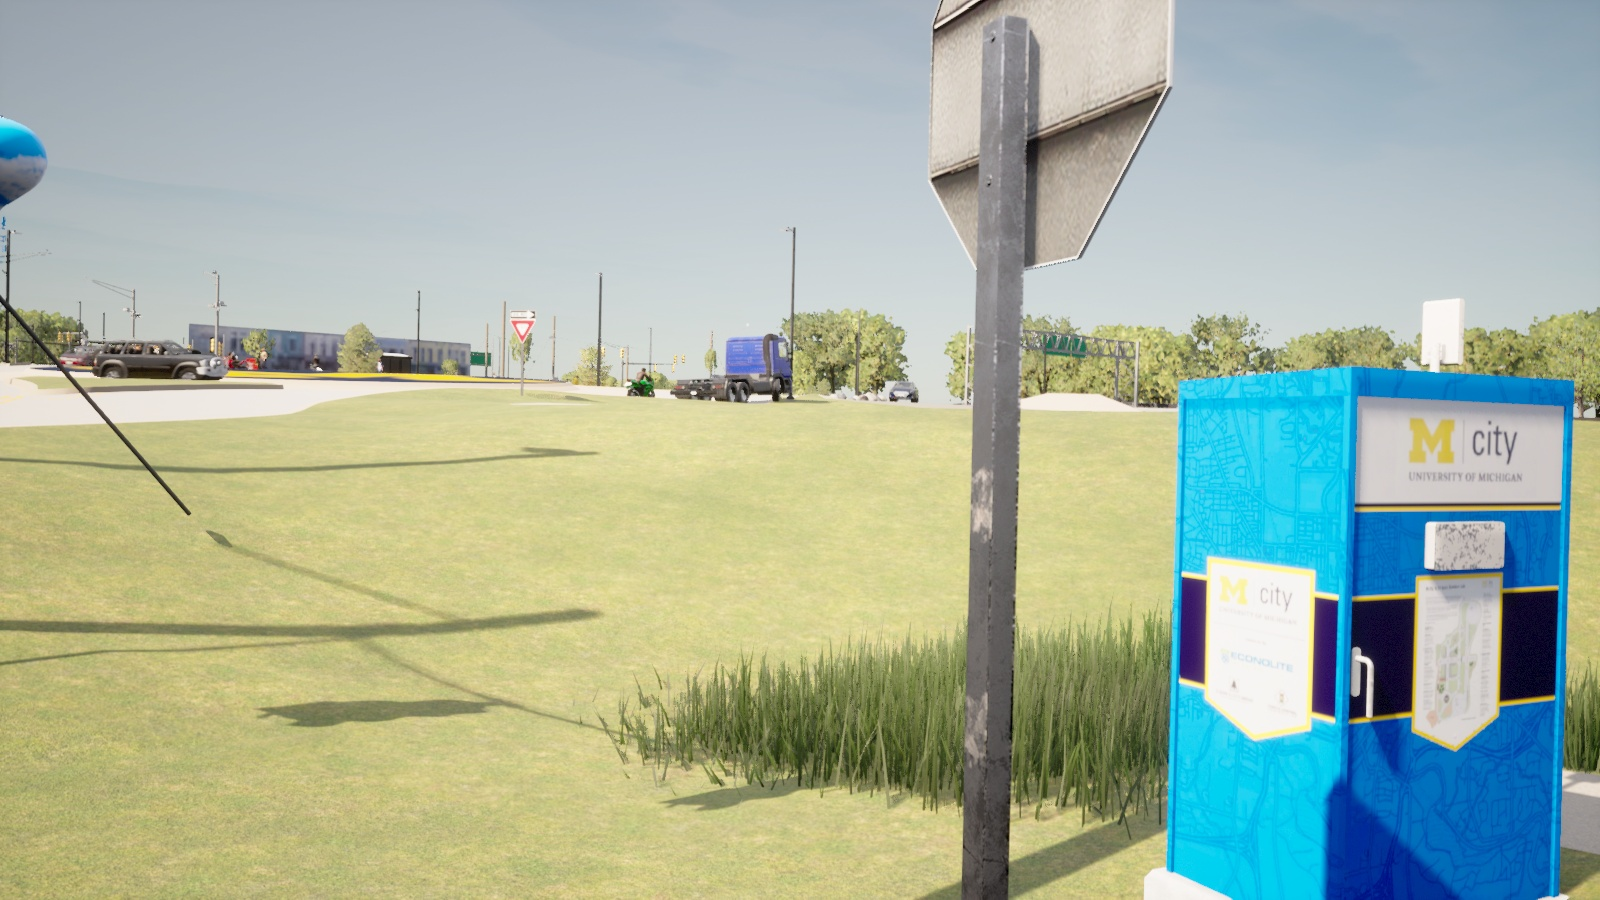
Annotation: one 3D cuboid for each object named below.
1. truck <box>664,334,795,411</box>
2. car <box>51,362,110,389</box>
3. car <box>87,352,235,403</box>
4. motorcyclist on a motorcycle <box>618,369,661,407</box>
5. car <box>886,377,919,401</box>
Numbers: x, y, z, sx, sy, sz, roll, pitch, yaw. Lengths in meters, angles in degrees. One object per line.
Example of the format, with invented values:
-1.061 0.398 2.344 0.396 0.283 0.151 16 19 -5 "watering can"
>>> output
-3.310 -3.915 61.946 2.891 3.462 7.936 -1 5 25 "truck"
-44.128 -4.581 77.137 1.789 1.549 3.705 2 4 -6 "car"
-24.351 -2.794 47.952 4.605 1.855 1.932 0 5 1 "car"
-6.846 -2.634 53.777 0.797 1.523 2.044 0 1 28 "motorcyclist on a motorcycle"
7.715 -4.567 94.397 2.033 1.649 4.856 1 2 10 "car"
